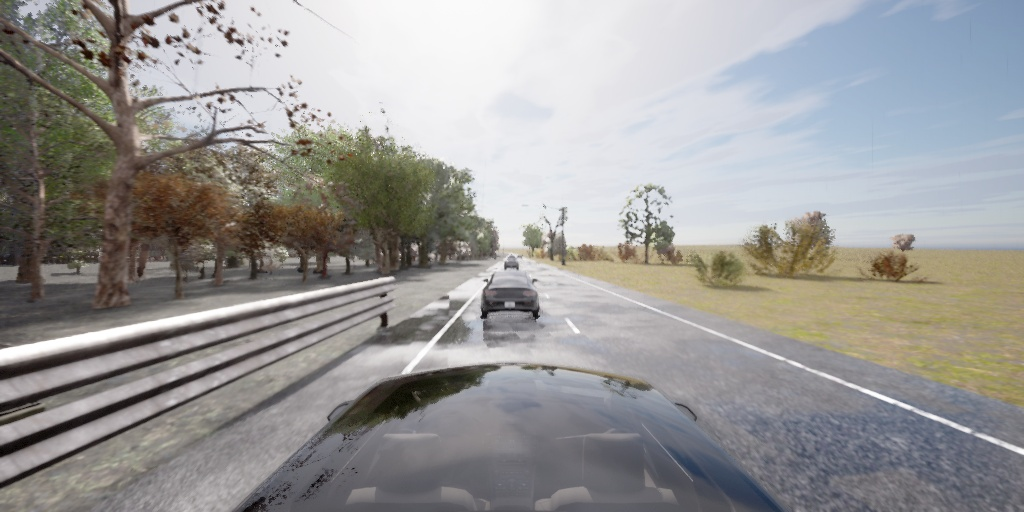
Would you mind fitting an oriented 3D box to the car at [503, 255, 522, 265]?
[{"bbox_3d":[-0.056,1.024,45.903,2.128,1.511,4.902,0,0,0],"label":"car"}]

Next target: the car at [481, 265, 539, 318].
[{"bbox_3d":[-0.061,1.227,12.641,1.812,1.442,4.674,0,0,0],"label":"car"}]
